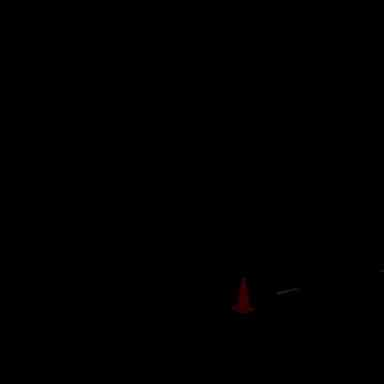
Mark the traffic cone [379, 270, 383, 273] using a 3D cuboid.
[{"bbox_3d":[5.302,1.866,8.944,0.340,0.580,0.340,0,1,-31],"label":"traffic cone"}]

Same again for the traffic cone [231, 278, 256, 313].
[{"bbox_3d":[0.969,1.904,6.236,0.340,0.580,0.340,-1,1,-33],"label":"traffic cone"}]
